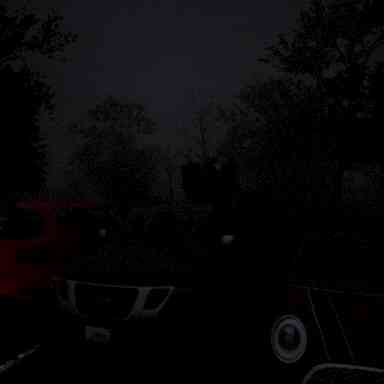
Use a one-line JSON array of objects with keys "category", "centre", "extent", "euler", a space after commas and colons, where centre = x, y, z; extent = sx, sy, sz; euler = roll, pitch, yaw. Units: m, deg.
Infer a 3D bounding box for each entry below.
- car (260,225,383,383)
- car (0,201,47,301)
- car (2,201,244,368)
[{"category": "car", "centre": [2.132, 1.366, 4.639], "extent": [2.185, 1.767, 4.553], "euler": [1, -1, 15]}, {"category": "car", "centre": [-2.734, 1.231, 8.060], "extent": [2.435, 2.045, 5.566], "euler": [0, -1, 15]}, {"category": "car", "centre": [-0.305, 1.236, 6.295], "extent": [2.435, 2.045, 5.566], "euler": [1, -1, 15]}]
